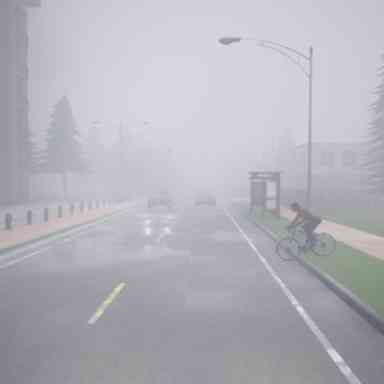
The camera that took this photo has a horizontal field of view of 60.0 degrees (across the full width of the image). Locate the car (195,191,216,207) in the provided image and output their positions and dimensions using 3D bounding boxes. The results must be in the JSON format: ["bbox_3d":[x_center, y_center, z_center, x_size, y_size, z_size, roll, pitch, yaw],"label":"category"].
[{"bbox_3d":[1.274,0.624,32.158,1.994,1.385,4.181,0,2,2],"label":"car"}]

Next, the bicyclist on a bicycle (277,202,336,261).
[{"bbox_3d":[3.116,1.082,9.246,1.656,1.620,0.582,-7,1,2],"label":"bicyclist on a bicycle"}]

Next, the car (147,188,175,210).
[{"bbox_3d":[-2.507,0.487,27.465,1.837,1.490,4.892,0,2,2],"label":"car"}]
